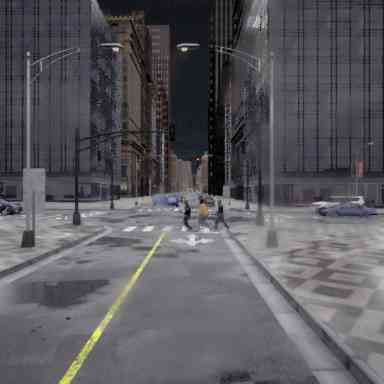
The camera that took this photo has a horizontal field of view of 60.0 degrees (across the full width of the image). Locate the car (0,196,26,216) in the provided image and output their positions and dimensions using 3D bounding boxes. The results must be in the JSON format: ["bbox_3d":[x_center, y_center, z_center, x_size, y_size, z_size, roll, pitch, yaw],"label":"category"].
[{"bbox_3d":[-16.780,1.129,28.672,4.553,1.767,2.097,1,0,0],"label":"car"}]

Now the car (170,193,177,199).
[{"bbox_3d":[-5.355,1.176,95.436,1.690,1.788,3.998,0,0,0],"label":"car"}]

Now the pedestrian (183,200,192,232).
[{"bbox_3d":[-0.255,1.287,18.459,0.375,1.860,0.375,0,0,0],"label":"pedestrian"}]

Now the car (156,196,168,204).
[{"bbox_3d":[-5.586,1.511,61.650,1.802,1.307,4.206,0,0,0],"label":"car"}]

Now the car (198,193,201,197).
[{"bbox_3d":[3.093,1.414,84.189,1.887,1.381,4.507,0,0,0],"label":"car"}]

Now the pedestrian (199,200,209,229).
[{"bbox_3d":[0.685,1.286,19.659,0.375,1.860,0.375,0,0,0],"label":"pedestrian"}]

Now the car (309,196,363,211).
[{"bbox_3d":[15.403,1.441,35.175,5.566,2.045,2.150,0,0,0],"label":"car"}]

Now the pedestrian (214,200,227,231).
[{"bbox_3d":[1.637,1.287,19.060,0.375,1.860,0.375,0,0,0],"label":"pedestrian"}]

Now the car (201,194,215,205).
[{"bbox_3d":[2.901,1.506,55.944,1.947,1.339,4.313,0,0,0],"label":"car"}]

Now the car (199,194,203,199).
[{"bbox_3d":[3.015,1.484,72.891,1.802,1.307,4.206,0,0,0],"label":"car"}]

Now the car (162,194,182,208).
[{"bbox_3d":[-2.911,1.431,48.500,1.882,1.535,5.008,0,0,0],"label":"car"}]

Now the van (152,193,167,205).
[{"bbox_3d":[-5.624,1.282,56.000,1.690,1.788,3.998,0,0,0],"label":"van"}]

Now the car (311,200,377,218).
[{"bbox_3d":[14.766,1.754,31.933,5.357,1.411,2.033,1,0,0],"label":"car"}]

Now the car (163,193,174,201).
[{"bbox_3d":[-5.470,1.202,78.595,2.192,1.841,5.009,0,0,0],"label":"car"}]

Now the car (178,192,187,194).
[{"bbox_3d":[-2.612,1.417,79.412,2.033,1.411,5.357,0,0,0],"label":"car"}]

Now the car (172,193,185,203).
[{"bbox_3d":[-2.753,1.487,64.646,1.994,1.385,4.181,0,0,1],"label":"car"}]

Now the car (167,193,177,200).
[{"bbox_3d":[-5.393,1.167,89.892,2.192,1.841,5.009,0,0,0],"label":"car"}]
